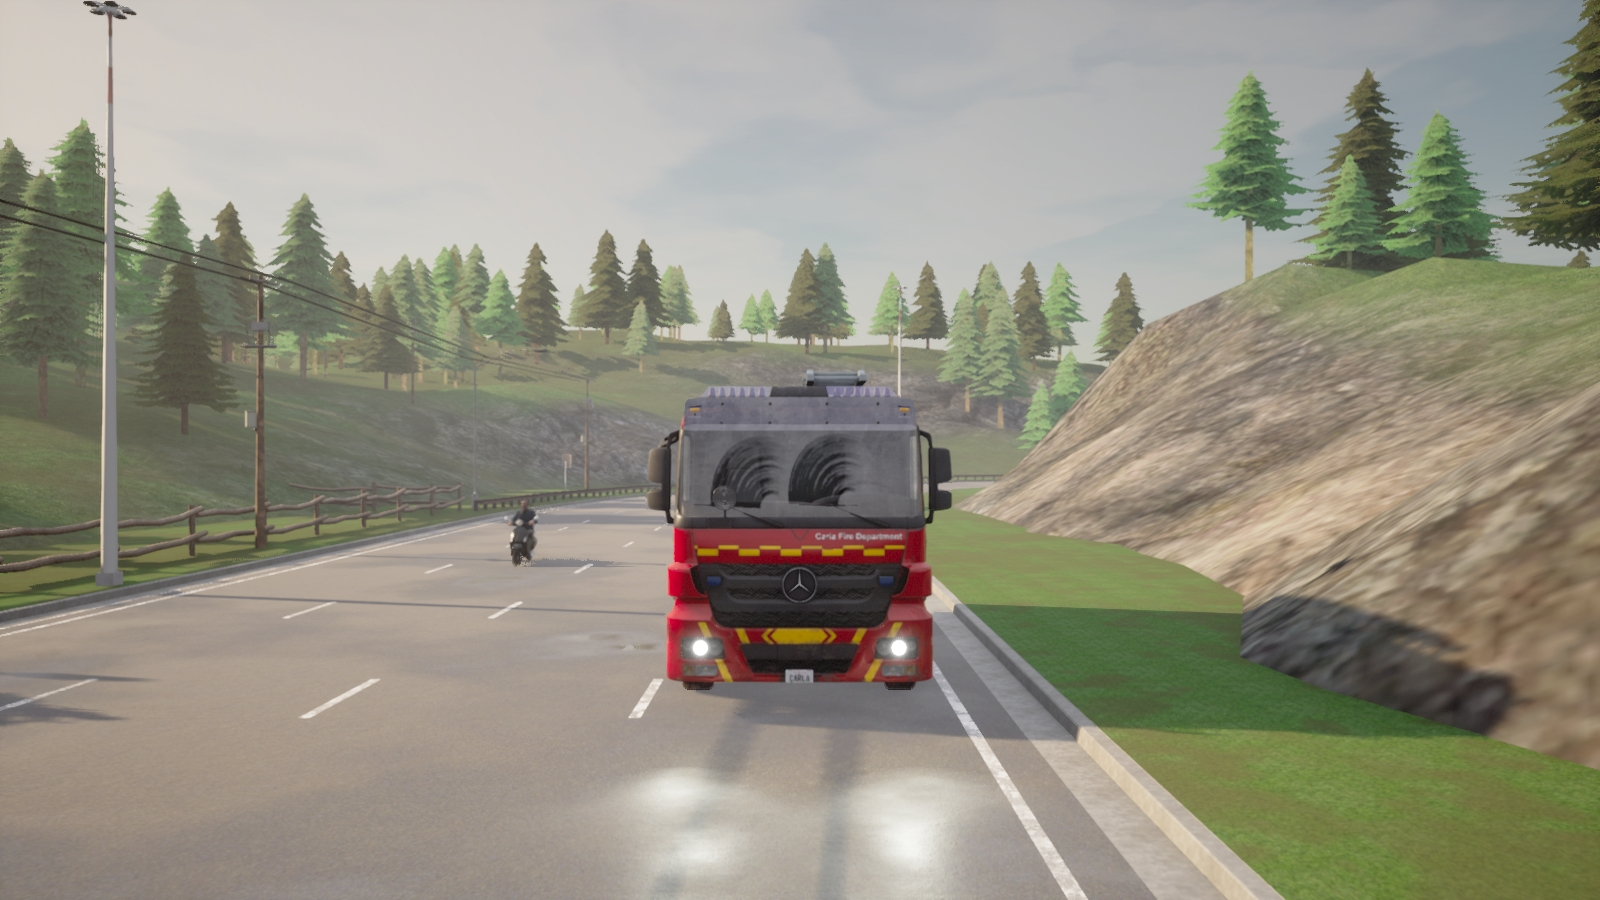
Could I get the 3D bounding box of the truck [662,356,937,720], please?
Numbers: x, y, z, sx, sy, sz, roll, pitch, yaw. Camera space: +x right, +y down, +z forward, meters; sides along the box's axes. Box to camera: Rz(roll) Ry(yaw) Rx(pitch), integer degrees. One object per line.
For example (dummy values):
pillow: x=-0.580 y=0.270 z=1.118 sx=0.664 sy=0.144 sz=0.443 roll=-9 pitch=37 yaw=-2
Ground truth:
truck: x=-0.008 y=0.935 z=16.234 sx=2.891 sy=3.827 sz=8.468 roll=0 pitch=0 yaw=0

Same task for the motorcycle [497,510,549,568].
motorcycle: x=-6.967 y=2.216 z=28.820 sx=0.856 sy=1.316 sz=1.805 roll=0 pitch=0 yaw=0
